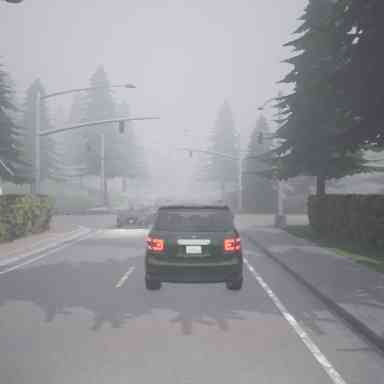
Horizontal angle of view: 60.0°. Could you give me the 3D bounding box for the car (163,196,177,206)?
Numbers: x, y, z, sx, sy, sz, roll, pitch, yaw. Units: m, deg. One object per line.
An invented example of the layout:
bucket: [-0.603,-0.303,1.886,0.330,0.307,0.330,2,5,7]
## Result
car: [-3.704,1.493,55.935,2.128,1.511,4.902,0,0,-1]

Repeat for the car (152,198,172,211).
car: [-3.646,1.491,41.327,2.128,1.511,4.902,0,0,0]

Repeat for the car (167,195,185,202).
car: [-3.625,1.524,74.147,1.812,1.442,4.674,0,0,-35]

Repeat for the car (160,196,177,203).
car: [-4.918,1.597,69.255,1.895,1.301,4.718,0,0,-24]

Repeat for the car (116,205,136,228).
car: [-3.626,1.562,21.827,1.994,1.385,4.181,0,0,0]

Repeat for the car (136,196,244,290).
car: [0.052,1.221,9.197,2.150,2.045,5.566,0,0,0]
